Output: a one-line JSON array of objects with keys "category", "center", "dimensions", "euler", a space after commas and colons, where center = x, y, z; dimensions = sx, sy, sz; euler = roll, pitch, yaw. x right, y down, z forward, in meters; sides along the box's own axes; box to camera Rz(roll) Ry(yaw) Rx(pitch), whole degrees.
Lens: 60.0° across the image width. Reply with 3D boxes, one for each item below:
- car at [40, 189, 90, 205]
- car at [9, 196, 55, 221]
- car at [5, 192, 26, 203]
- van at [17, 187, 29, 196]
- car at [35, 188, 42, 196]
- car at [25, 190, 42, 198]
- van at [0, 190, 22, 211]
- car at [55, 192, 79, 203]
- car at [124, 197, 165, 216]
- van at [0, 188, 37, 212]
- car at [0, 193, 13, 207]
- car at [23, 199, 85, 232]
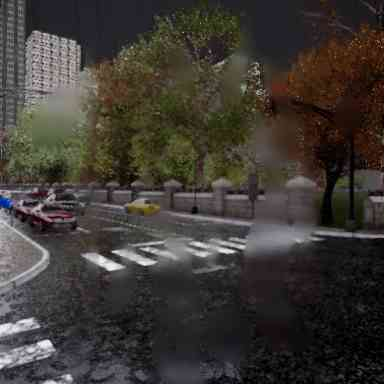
[{"category": "car", "center": [-9.666, 0.891, 25.073], "dimensions": [2.097, 1.767, 4.553], "euler": [0, 1, -36]}, {"category": "car", "center": [-10.654, 1.148, 22.047], "dimensions": [1.802, 1.307, 4.206], "euler": [1, 0, -36]}, {"category": "car", "center": [-23.571, 0.718, 44.315], "dimensions": [1.895, 1.301, 4.718], "euler": [0, 1, -36]}, {"category": "van", "center": [-36.450, -0.050, 71.744], "dimensions": [1.690, 1.788, 3.998], "euler": [1, 0, -36]}, {"category": "car", "center": [-26.675, 0.213, 58.313], "dimensions": [2.192, 1.841, 5.009], "euler": [1, 0, -36]}, {"category": "car", "center": [-29.940, 0.352, 62.790], "dimensions": [2.008, 1.369, 4.403], "euler": [1, 0, -36]}, {"category": "van", "center": [-17.165, 0.710, 31.002], "dimensions": [1.690, 1.788, 3.998], "euler": [1, 0, -36]}, {"category": "car", "center": [-16.908, 0.755, 44.883], "dimensions": [1.947, 1.339, 4.313], "euler": [1, 0, -36]}, {"category": "car", "center": [-3.974, 1.105, 27.111], "dimensions": [1.752, 1.417, 4.829], "euler": [1, 0, -36]}, {"category": "van", "center": [-13.906, 0.808, 26.525], "dimensions": [1.690, 1.788, 3.998], "euler": [1, 0, -36]}, {"category": "car", "center": [-20.430, 0.853, 35.481], "dimensions": [1.802, 1.307, 4.206], "euler": [1, 0, -36]}, {"category": "car", "center": [-7.397, 1.247, 17.571], "dimensions": [1.802, 1.307, 4.206], "euler": [1, 0, -36]}]
